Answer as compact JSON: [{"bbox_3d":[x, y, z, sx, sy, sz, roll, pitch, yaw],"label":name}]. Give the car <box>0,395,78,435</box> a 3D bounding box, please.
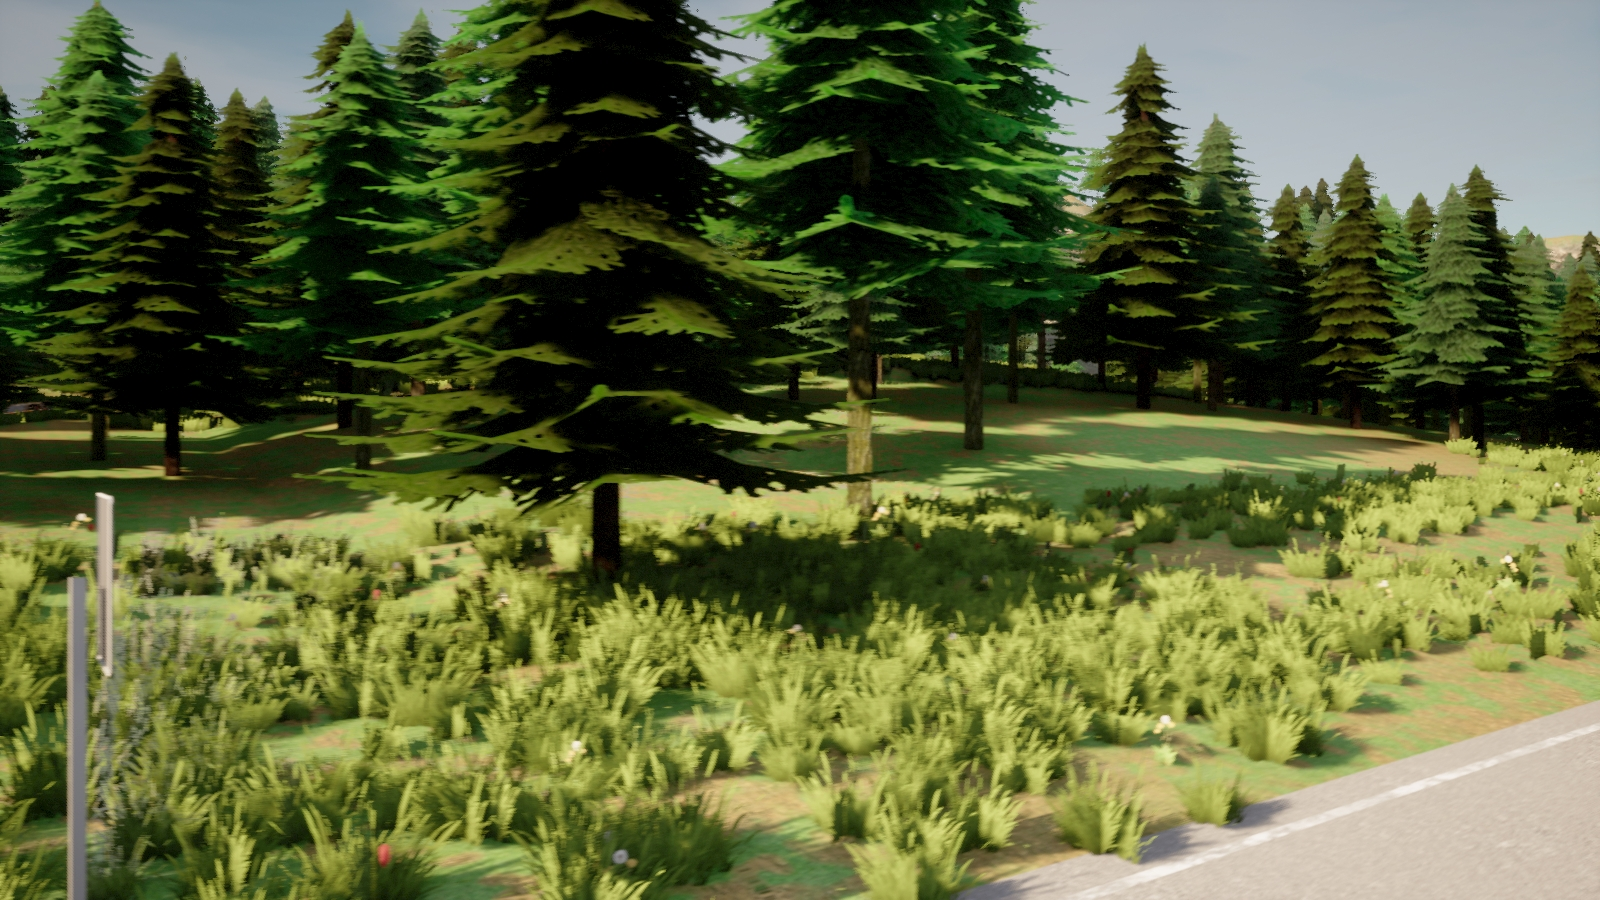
[{"bbox_3d":[-42.556,-1.905,62.648,4.553,1.767,2.097,-5,0,5],"label":"car"}]
